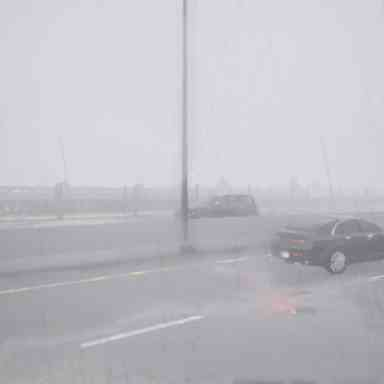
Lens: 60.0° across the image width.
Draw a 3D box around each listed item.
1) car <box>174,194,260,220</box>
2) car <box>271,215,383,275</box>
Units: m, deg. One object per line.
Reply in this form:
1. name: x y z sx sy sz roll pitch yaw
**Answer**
1. car: 1.676 1.140 20.955 5.566 2.045 2.150 0 0 -28
2. car: 4.664 1.475 10.319 4.892 1.490 1.837 0 0 -29
